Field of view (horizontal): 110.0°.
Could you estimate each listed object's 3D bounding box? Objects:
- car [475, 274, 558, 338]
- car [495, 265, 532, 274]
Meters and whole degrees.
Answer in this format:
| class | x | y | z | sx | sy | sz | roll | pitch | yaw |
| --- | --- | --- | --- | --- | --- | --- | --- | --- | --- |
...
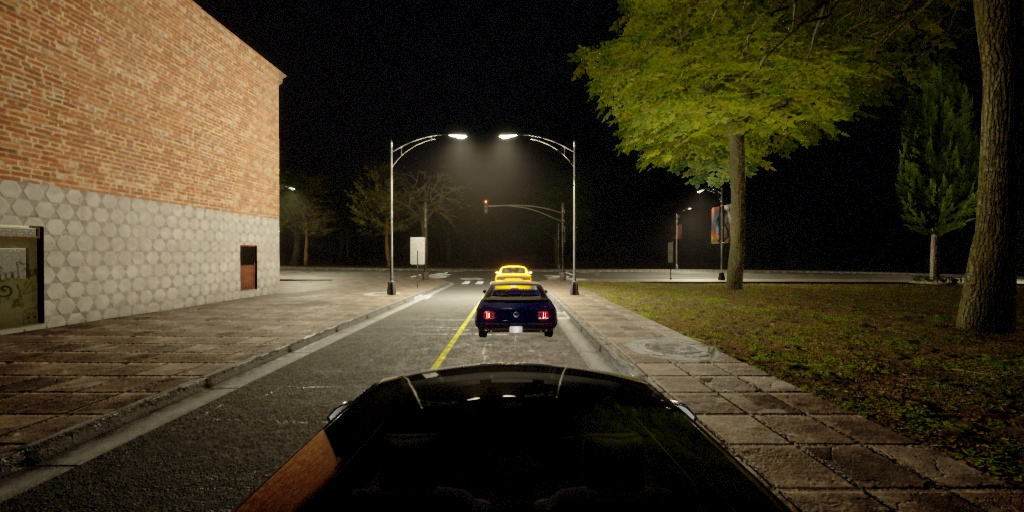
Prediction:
| class | x | y | z | sx | sy | sz | roll | pitch | yaw |
| --- | --- | --- | --- | --- | --- | --- | --- | --- | --- |
| car | 0.093 | 1.357 | 10.230 | 1.895 | 1.301 | 4.718 | 0 | 0 | 0 |
| car | 0.089 | 1.255 | 19.574 | 1.882 | 1.535 | 5.008 | 0 | 0 | 1 |
